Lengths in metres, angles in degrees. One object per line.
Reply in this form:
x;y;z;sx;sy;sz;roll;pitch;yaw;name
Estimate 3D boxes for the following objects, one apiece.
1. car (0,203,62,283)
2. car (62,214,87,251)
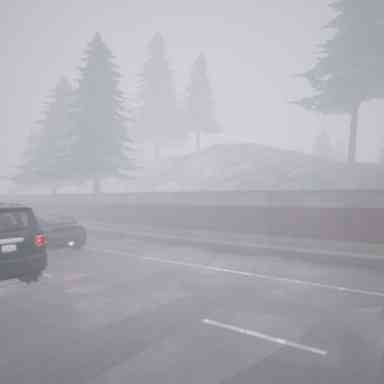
-5.989;1.334;8.900;5.566;2.045;2.150;-1;0;40;car
-6.239;1.654;13.784;4.892;1.490;1.837;-1;0;41;car
